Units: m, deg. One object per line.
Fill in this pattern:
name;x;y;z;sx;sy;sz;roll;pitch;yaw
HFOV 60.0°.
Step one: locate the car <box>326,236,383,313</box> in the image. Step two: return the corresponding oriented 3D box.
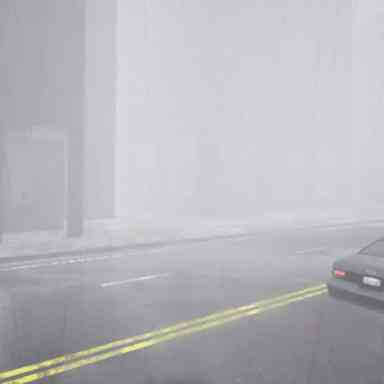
car;5.062;1.545;7.051;5.357;1.411;2.033;0;0;-36
